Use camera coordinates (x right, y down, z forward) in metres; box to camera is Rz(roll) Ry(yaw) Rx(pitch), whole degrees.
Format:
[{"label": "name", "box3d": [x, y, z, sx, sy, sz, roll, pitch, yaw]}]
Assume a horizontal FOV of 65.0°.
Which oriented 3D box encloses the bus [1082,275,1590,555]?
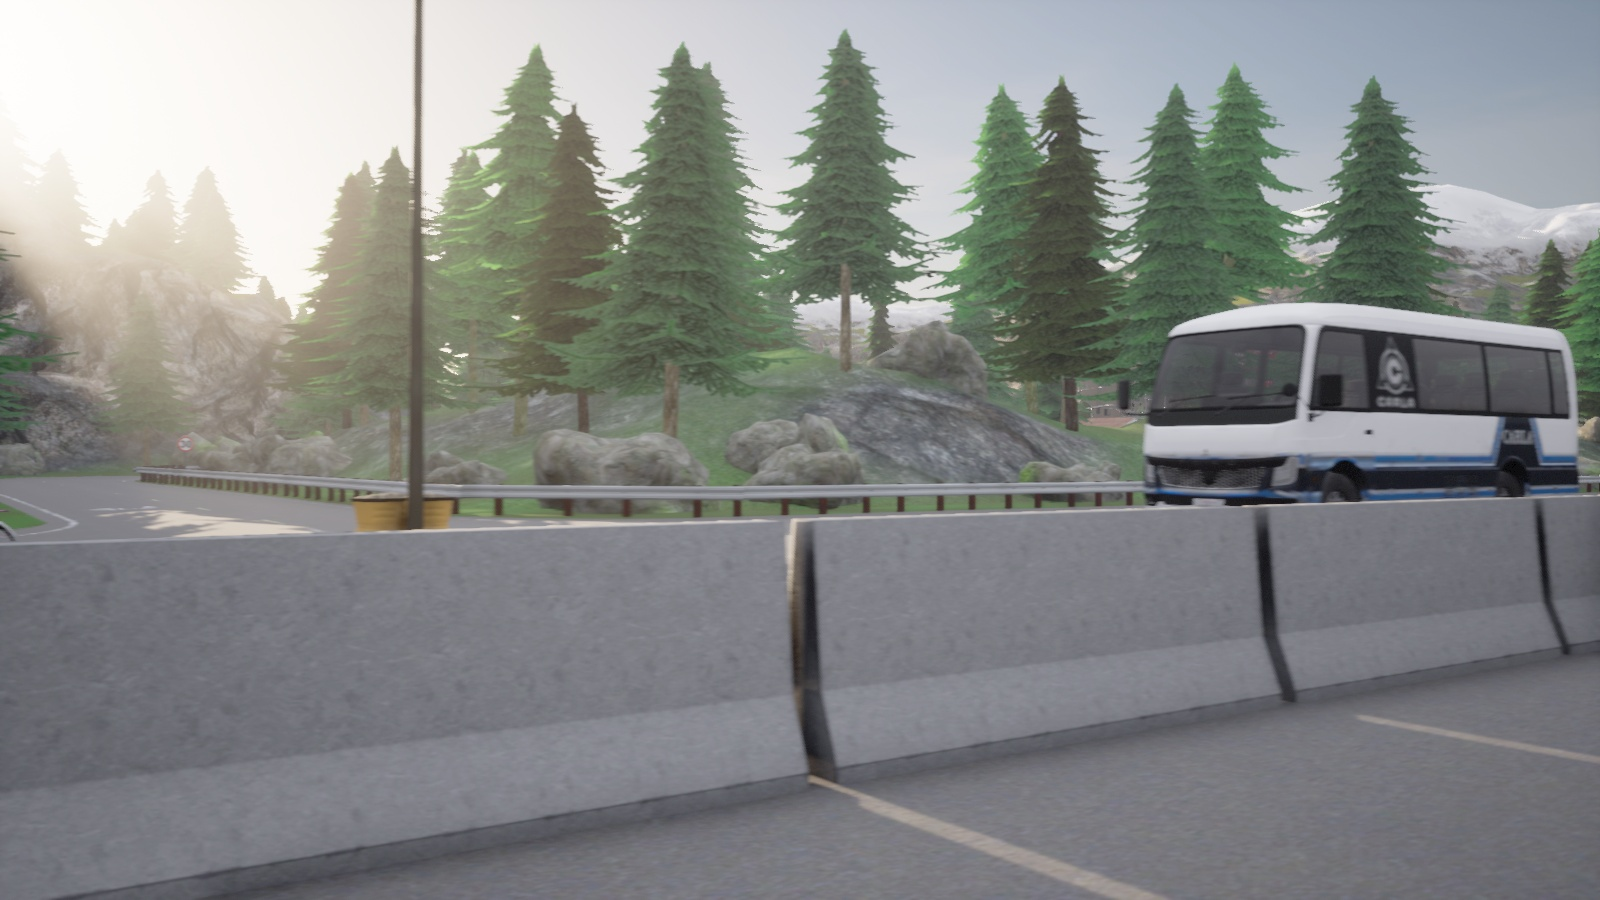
[{"label": "bus", "box3d": [10.366, -0.527, 23.668, 10.273, 4.253, 3.944, 0, 0, -35]}]
